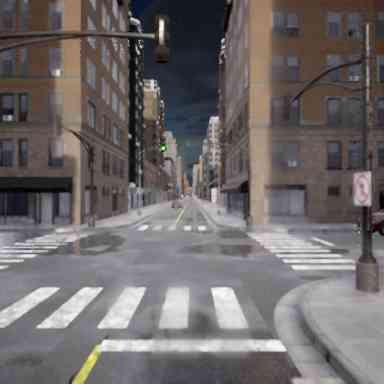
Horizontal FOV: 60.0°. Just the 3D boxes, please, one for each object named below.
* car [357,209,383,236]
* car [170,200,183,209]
[{"bbox_3d":[12.349,1.535,19.264,5.009,1.841,2.192,0,0,0],"label":"car"},{"bbox_3d":[-2.751,2.305,59.376,1.837,1.490,4.892,0,1,0],"label":"car"}]
